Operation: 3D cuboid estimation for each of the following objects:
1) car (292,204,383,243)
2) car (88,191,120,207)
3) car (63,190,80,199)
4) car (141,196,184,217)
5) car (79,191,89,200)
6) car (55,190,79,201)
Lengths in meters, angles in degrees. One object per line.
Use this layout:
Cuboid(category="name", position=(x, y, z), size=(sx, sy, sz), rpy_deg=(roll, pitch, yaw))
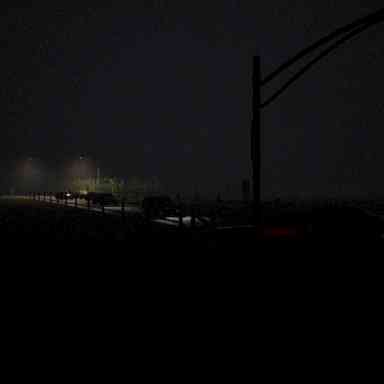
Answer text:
Cuboid(category="car", position=(7.238, 1.337, 15.364), size=(5.008, 1.535, 1.882), rpy_deg=(1, 1, 36))
Cuboid(category="car", position=(-9.658, 0.879, 37.073), size=(1.812, 1.442, 4.674), rpy_deg=(0, 1, -35))
Cuboid(category="car", position=(-22.519, 0.355, 62.029), size=(1.882, 1.535, 5.008), rpy_deg=(0, 1, -35))
Cuboid(category="car", position=(-2.448, 1.082, 26.695), size=(1.837, 1.490, 4.892), rpy_deg=(0, 2, -35))
Cuboid(category="car", position=(-16.653, 0.603, 53.599), size=(2.033, 1.411, 5.357), rpy_deg=(0, 1, -35))
Cuboid(category="car", position=(-19.874, 0.581, 51.914), size=(2.033, 1.411, 5.357), rpy_deg=(0, 1, -35))
